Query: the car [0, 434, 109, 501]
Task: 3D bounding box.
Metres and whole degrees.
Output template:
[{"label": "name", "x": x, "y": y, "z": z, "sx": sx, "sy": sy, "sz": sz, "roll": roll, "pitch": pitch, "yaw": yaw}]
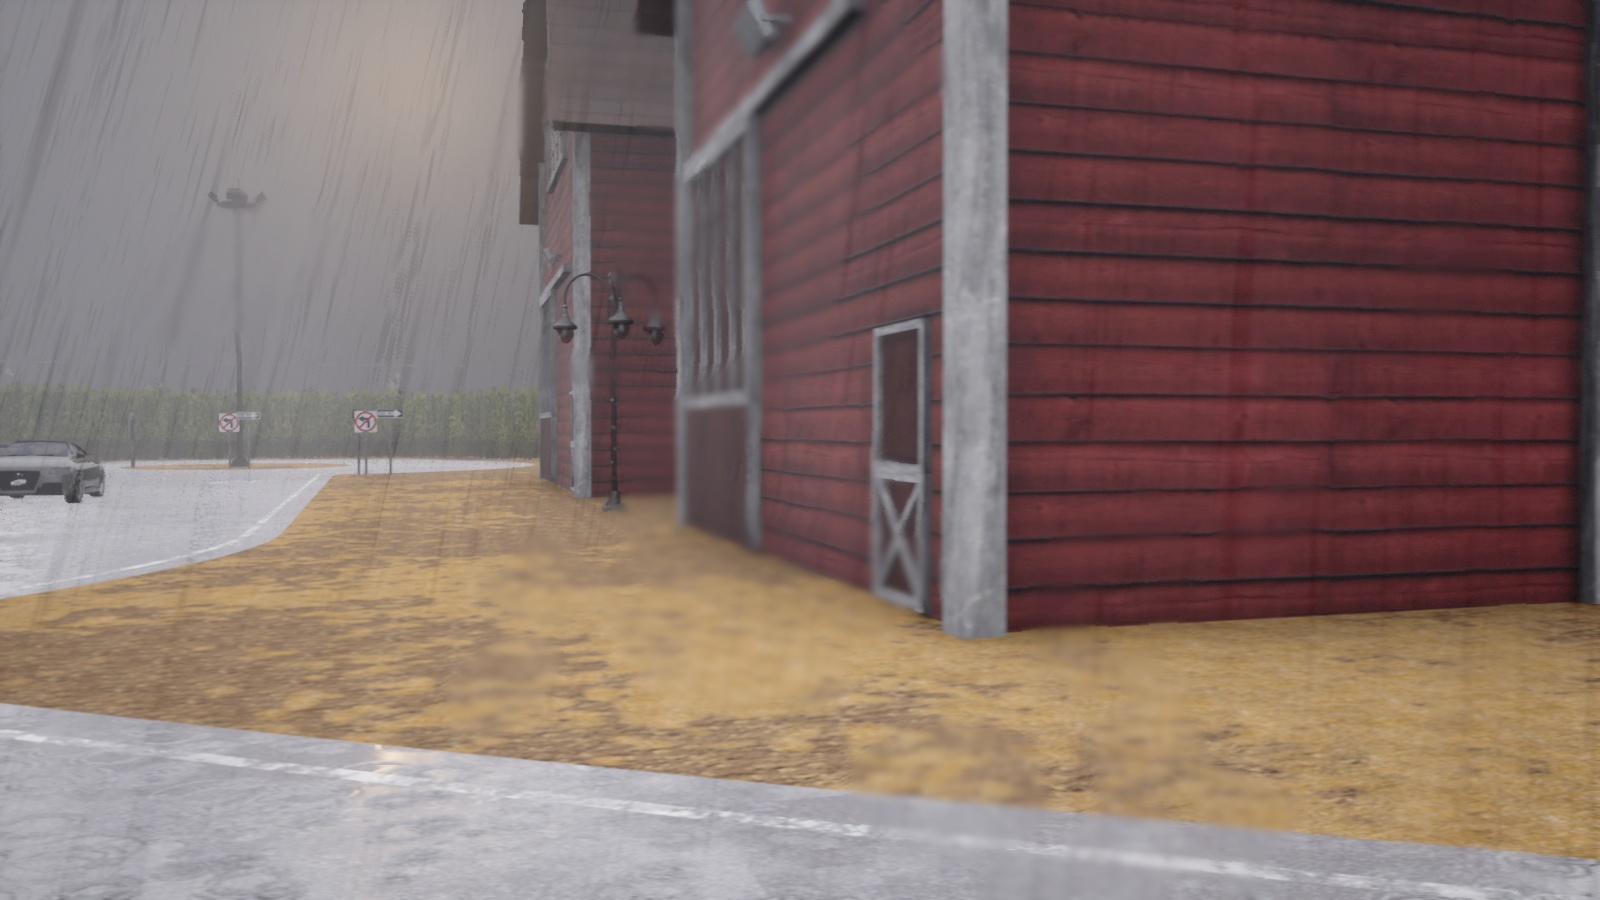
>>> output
[{"label": "car", "x": -17.150, "y": 0.344, "z": 28.375, "sx": 1.994, "sy": 1.385, "sz": 4.181, "roll": 0, "pitch": 1, "yaw": -19}]
